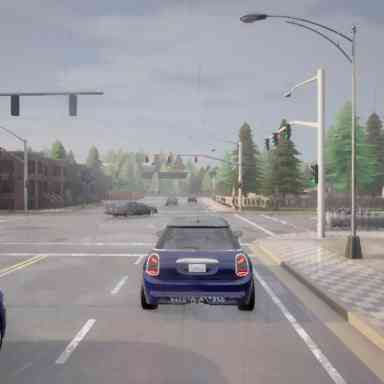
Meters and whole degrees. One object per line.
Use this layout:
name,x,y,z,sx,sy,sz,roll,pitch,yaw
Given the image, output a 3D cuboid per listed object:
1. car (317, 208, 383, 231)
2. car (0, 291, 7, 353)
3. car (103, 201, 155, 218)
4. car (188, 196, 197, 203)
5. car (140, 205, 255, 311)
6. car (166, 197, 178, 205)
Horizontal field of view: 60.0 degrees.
car,10.264,1.601,20.148,4.718,1.301,1.895,0,0,0
car,-3.440,1.478,2.501,1.882,1.535,5.008,0,0,0
car,-5.453,1.547,30.094,2.033,1.411,5.357,0,0,34
car,0.067,1.505,68.241,1.837,1.490,4.892,0,0,0
car,0.162,1.352,7.953,2.097,1.767,4.553,0,0,2
car,-3.337,1.547,55.933,2.033,1.411,5.357,0,0,0
